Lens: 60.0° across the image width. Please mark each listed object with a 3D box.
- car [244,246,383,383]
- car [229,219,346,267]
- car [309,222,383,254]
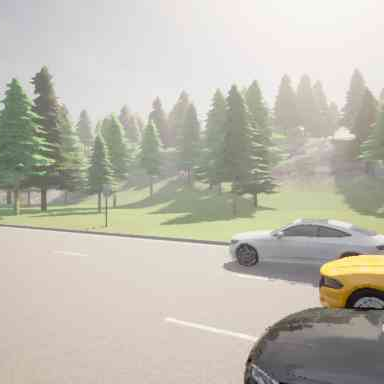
[{"bbox_3d":[2.760,1.491,2.182,4.902,1.511,2.128,0,0,29],"label":"car"},{"bbox_3d":[3.407,1.526,9.848,4.674,1.442,1.812,0,0,29],"label":"car"},{"bbox_3d":[4.638,1.477,5.142,5.008,1.535,1.882,0,0,29],"label":"car"}]
